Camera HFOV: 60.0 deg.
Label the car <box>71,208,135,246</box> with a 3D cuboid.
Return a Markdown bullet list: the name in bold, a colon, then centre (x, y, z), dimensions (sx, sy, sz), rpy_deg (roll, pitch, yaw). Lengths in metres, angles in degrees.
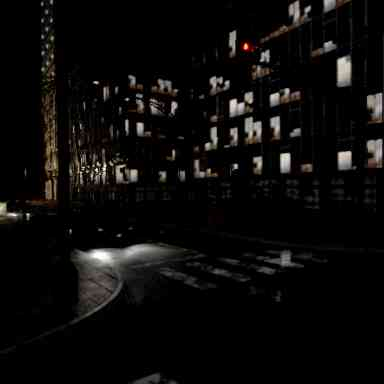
- **car**: centre (-4.317, 1.500, 15.601), dimensions (1.812, 1.442, 4.674), rpy_deg (-1, 1, -35)

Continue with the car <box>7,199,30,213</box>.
- **car**: centre (-19.328, 1.499, 36.884), dimensions (2.033, 1.411, 5.357), rpy_deg (-1, 1, -35)
